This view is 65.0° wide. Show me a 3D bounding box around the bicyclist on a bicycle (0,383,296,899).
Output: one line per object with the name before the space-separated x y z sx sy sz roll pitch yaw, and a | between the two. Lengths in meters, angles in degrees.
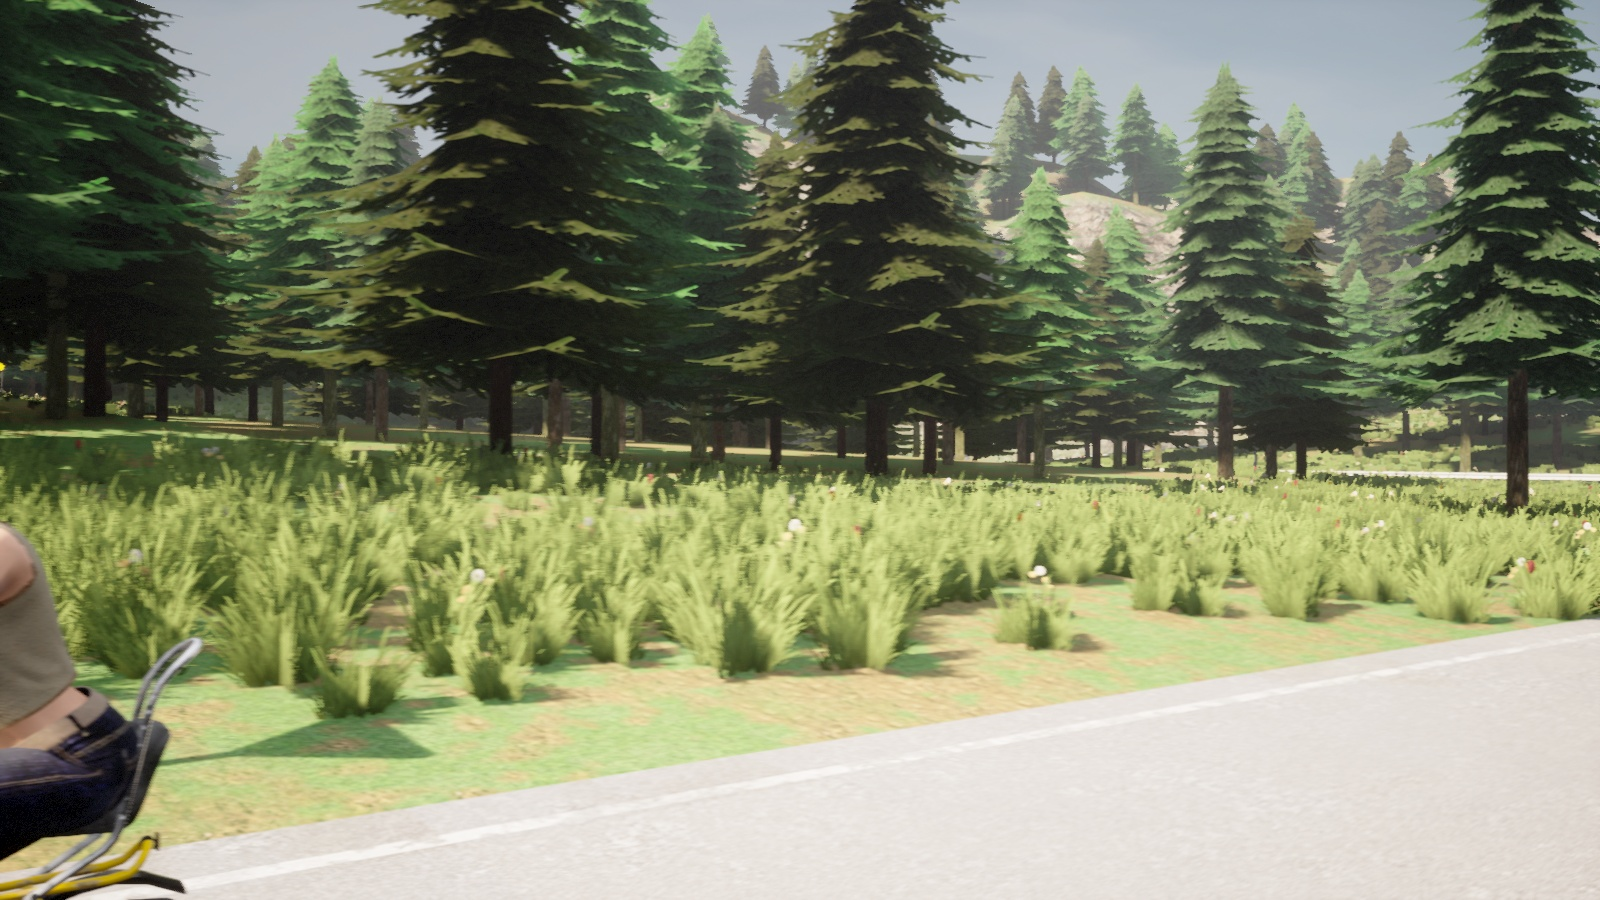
bicyclist on a bicycle | -1.853 0.691 2.377 1.509 1.612 0.866 0 0 -35
